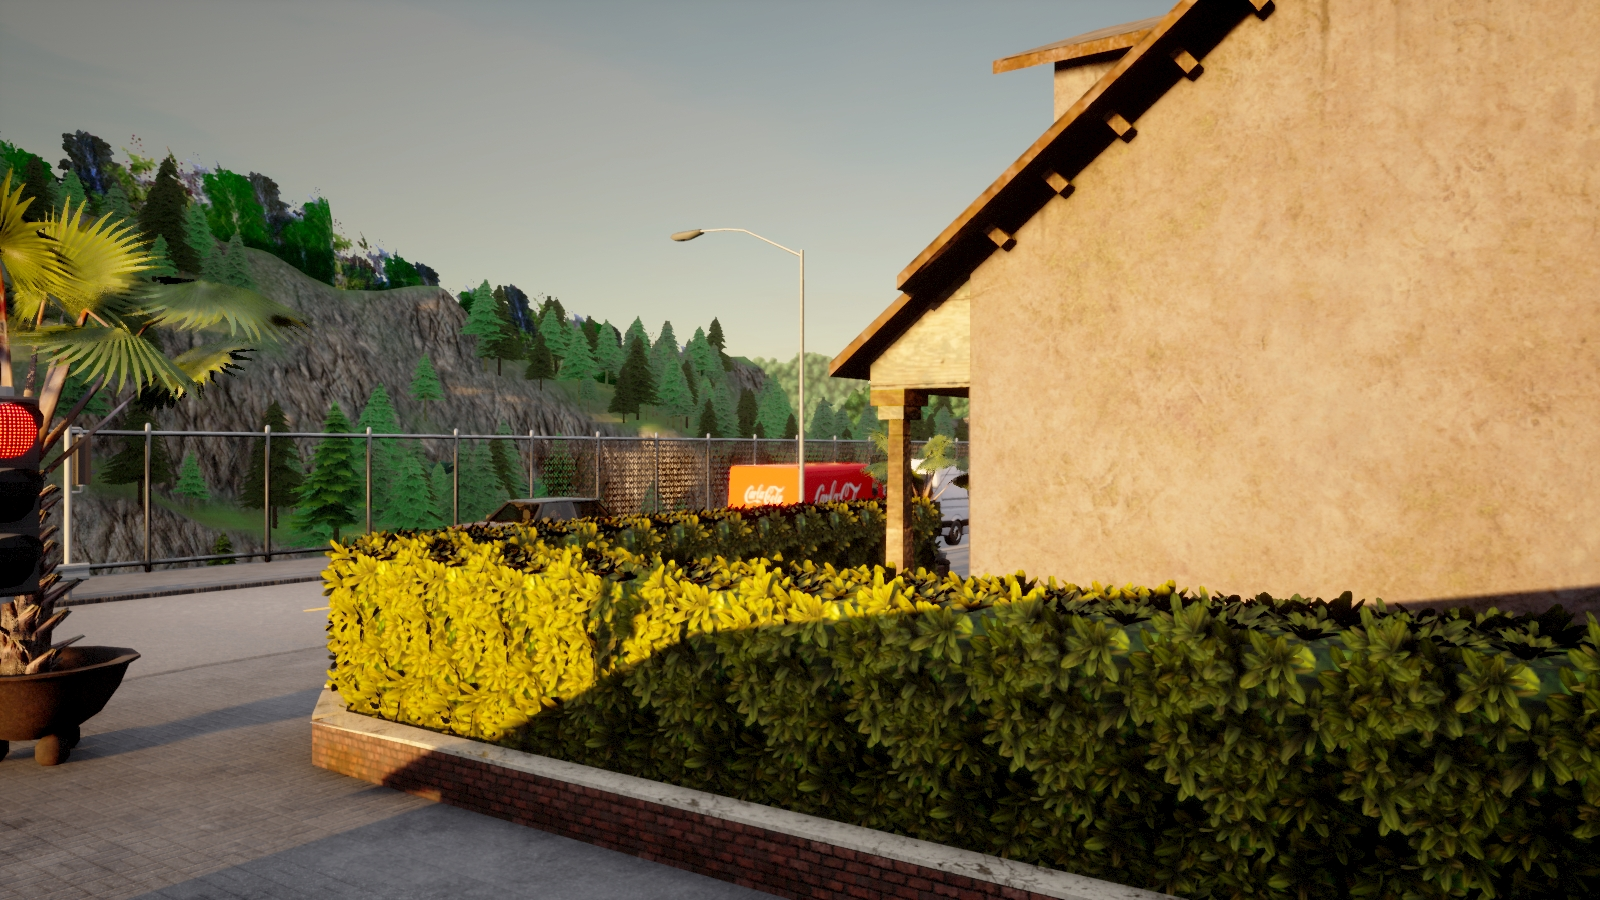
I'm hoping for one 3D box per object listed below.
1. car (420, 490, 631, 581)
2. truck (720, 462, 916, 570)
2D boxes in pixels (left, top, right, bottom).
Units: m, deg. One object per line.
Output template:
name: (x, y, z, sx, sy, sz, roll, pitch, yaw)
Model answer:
car: (-6.312, 1.906, 26.765, 2.097, 1.767, 4.553, 0, 0, 35)
truck: (0.584, 1.568, 29.600, 2.627, 2.467, 5.204, 0, 0, 35)
